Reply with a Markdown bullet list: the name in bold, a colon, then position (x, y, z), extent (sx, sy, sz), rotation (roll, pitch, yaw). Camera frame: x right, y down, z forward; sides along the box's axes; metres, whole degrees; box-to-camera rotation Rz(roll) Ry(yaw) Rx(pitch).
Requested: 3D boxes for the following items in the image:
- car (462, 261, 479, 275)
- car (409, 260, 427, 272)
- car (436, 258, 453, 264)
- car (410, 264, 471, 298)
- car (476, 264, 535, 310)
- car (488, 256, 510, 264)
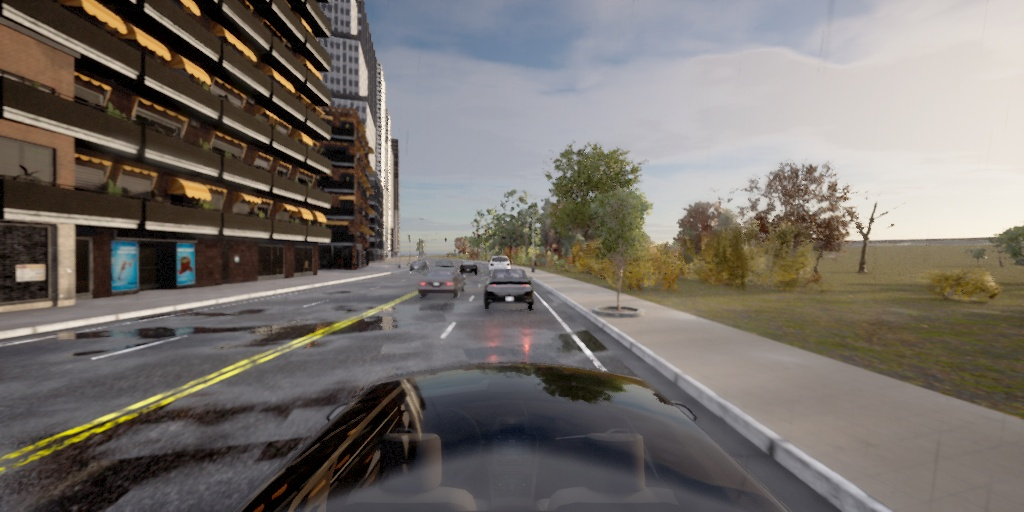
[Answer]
- **car**: position (-4.771, 1.270, 39.806), extent (1.882, 1.535, 5.008), rotation (0, 0, -5)
- **car**: position (-12.094, 1.294, 46.712), extent (2.128, 1.511, 4.902), rotation (0, 0, -5)
- **car**: position (-8.874, 1.150, 47.176), extent (2.097, 1.767, 4.553), rotation (0, 0, -5)
- **car**: position (-3.513, 1.320, 18.640), extent (2.033, 1.411, 5.357), rotation (0, 0, -2)
- **car**: position (-0.152, 1.257, 14.734), extent (2.128, 1.511, 4.902), rotation (0, 0, -2)
- **car**: position (-1.363, 1.010, 38.021), extent (2.150, 2.045, 5.566), rotation (0, 0, -4)
